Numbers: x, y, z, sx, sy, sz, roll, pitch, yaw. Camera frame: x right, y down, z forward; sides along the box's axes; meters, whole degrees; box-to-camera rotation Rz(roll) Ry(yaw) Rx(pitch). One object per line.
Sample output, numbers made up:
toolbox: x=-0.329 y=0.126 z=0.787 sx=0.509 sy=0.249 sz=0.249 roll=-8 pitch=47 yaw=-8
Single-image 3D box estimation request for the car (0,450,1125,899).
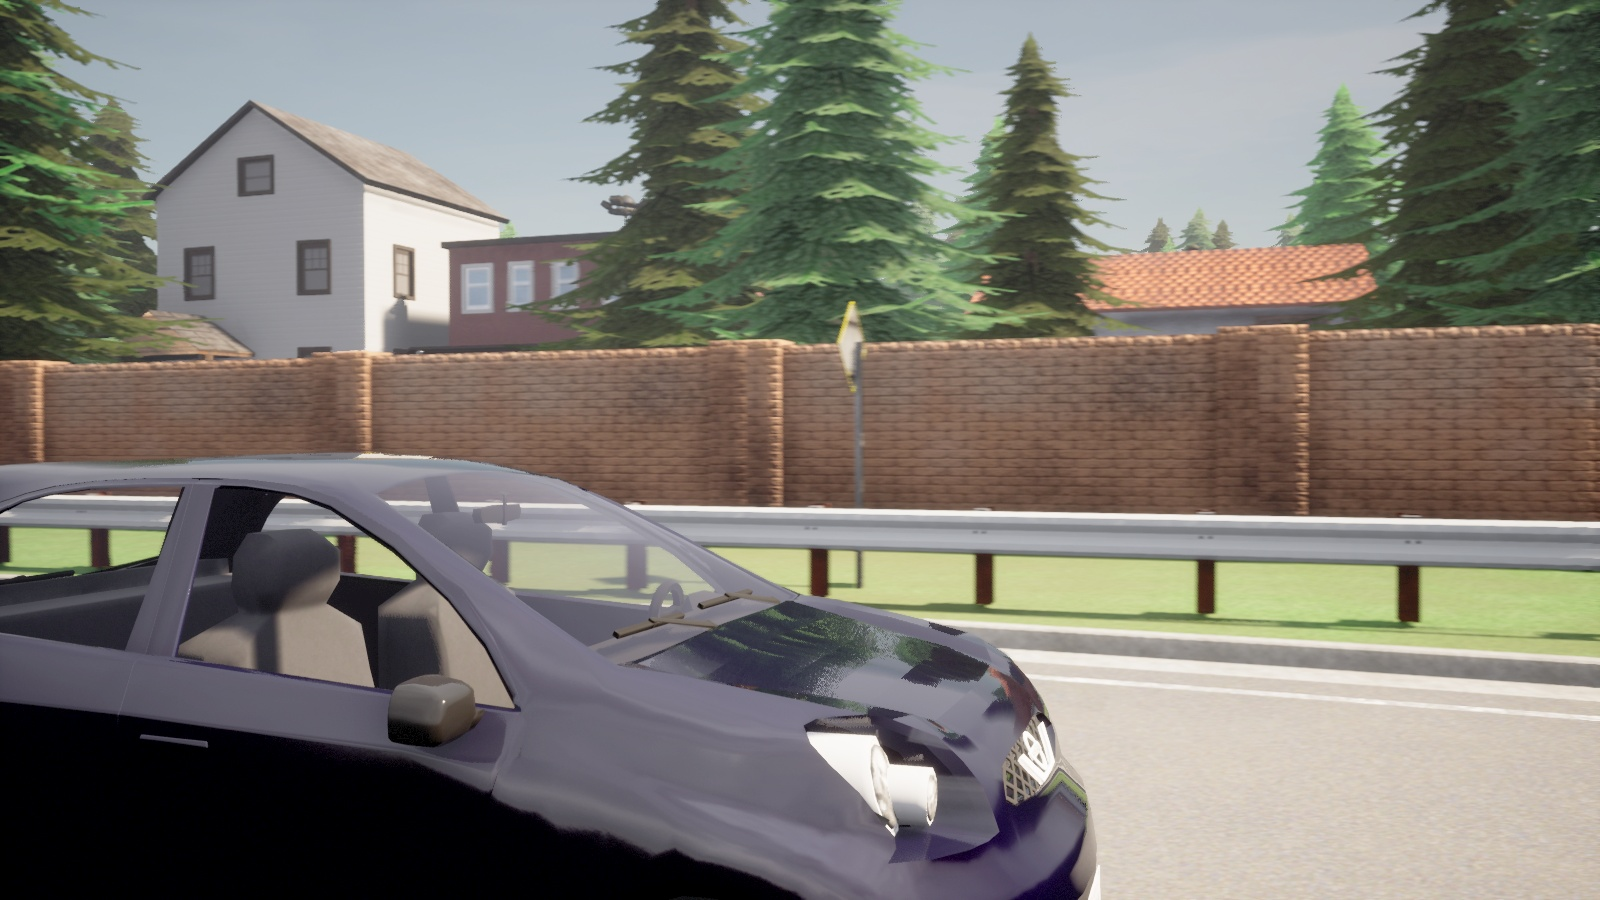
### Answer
car: x=-1.030 y=0.780 z=3.540 sx=3.633 sy=1.501 sz=1.845 roll=1 pitch=1 yaw=19
